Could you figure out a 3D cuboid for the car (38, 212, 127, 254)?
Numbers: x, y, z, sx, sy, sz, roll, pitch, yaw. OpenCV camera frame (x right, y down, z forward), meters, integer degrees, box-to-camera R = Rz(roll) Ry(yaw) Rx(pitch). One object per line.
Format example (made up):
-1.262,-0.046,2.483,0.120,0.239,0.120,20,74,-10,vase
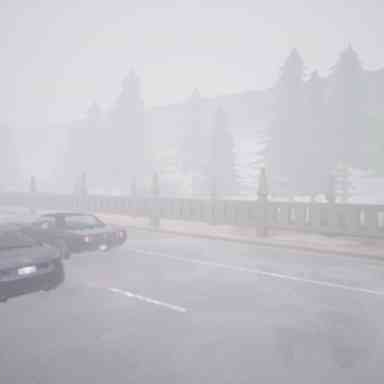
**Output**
-4.533,1.364,11.558,4.718,1.301,1.895,2,1,36,car

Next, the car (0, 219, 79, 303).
-4.699,1.383,7.367,4.181,1.385,1.994,2,1,36,car
